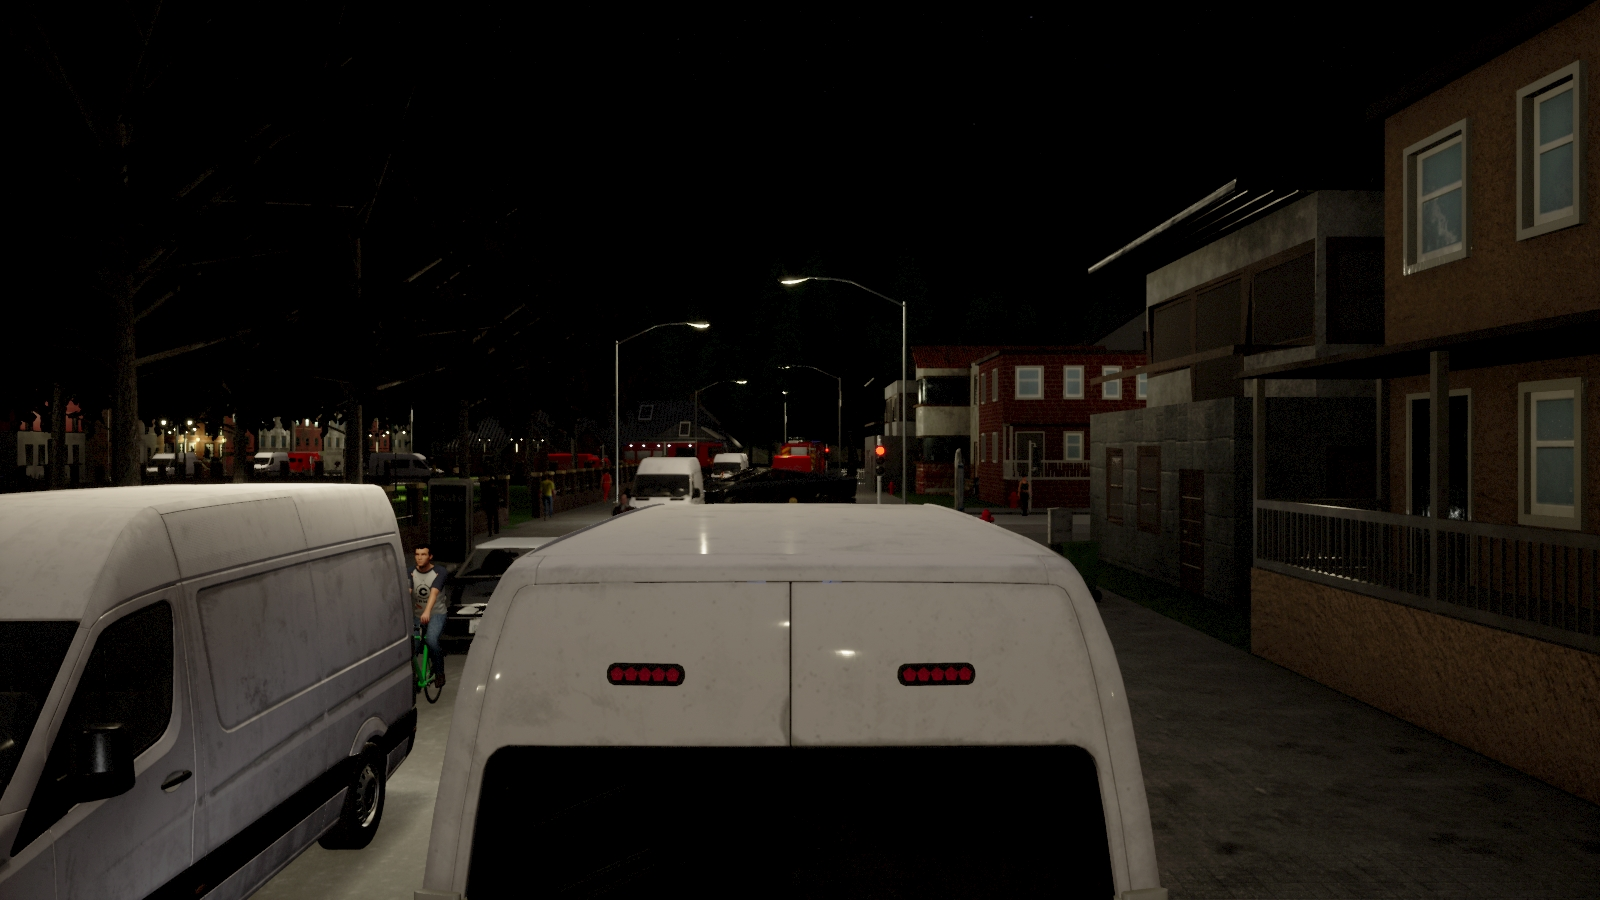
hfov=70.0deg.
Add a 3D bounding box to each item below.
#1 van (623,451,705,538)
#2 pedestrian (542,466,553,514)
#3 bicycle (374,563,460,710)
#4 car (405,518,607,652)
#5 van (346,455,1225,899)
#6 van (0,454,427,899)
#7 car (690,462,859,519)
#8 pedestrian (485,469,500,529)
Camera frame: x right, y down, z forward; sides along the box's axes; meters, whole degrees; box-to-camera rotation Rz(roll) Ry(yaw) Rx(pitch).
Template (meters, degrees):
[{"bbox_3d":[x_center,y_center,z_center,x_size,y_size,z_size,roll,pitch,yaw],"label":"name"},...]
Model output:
[{"bbox_3d":[-4.248,1.314,36.630,1.988,2.561,5.915,0,0,0],"label":"van"},{"bbox_3d":[-9.656,1.526,43.699,0.375,1.860,0.375,0,0,-1],"label":"pedestrian"},{"bbox_3d":[-4.053,1.936,12.189,0.373,1.296,1.643,0,0,0],"label":"bicycle"},{"bbox_3d":[-4.090,1.844,16.538,1.970,1.475,3.806,0,0,0],"label":"car"},{"bbox_3d":[-0.041,1.314,5.541,1.988,2.561,5.915,0,0,0],"label":"van"},{"bbox_3d":[-4.032,1.314,6.374,1.988,2.561,5.915,0,0,0],"label":"van"},{"bbox_3d":[-0.979,1.534,45.364,6.274,2.098,2.390,0,0,-26],"label":"car"},{"bbox_3d":[-9.585,1.525,35.592,0.375,1.860,0.375,0,0,-1],"label":"pedestrian"}]
